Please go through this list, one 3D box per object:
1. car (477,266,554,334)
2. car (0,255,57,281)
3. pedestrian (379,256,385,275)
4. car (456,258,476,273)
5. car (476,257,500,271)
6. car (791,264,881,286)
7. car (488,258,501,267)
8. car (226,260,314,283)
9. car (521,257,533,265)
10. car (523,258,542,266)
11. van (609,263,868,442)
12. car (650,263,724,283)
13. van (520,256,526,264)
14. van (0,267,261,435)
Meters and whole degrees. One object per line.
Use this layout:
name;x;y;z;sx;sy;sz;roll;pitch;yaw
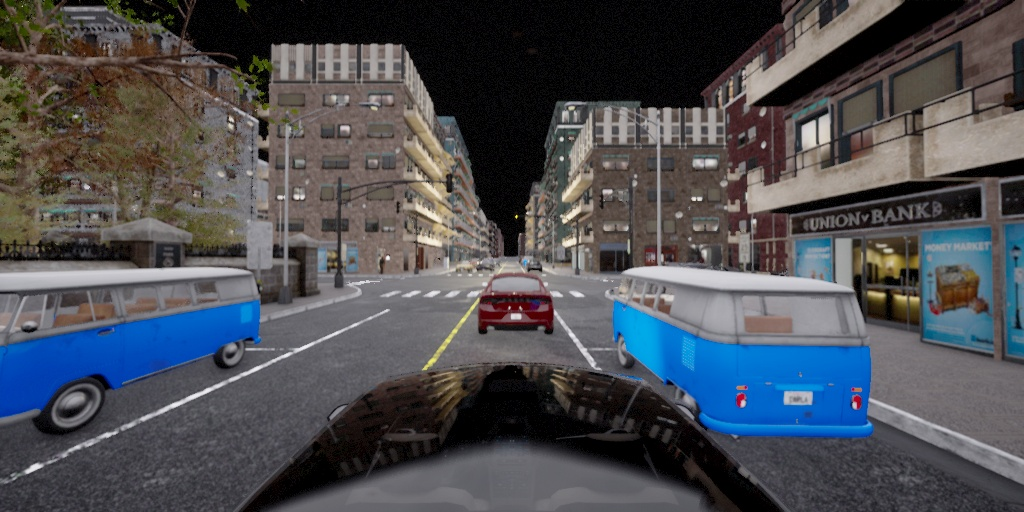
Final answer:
car;0.095;1.210;10.552;1.882;1.535;5.008;0;0;0
car;-36.734;0.836;26.125;4.553;1.767;2.097;0;-1;1
pedestrian;-12.547;0.893;34.575;0.375;1.860;0.375;0;-1;1
car;-5.699;1.196;42.967;1.751;1.417;4.829;0;0;0
car;-3.078;1.217;43.573;2.033;1.411;5.357;0;0;4
car;22.868;1.338;25.435;4.674;1.442;1.812;0;-1;1
car;-3.056;1.126;63.116;2.128;1.511;4.902;0;0;0
car;-17.317;1.079;25.890;4.902;1.511;2.128;0;-1;1
car;2.679;1.211;48.782;2.007;1.370;4.403;0;0;0
car;2.681;1.236;43.140;1.948;1.339;4.313;0;0;0
van;2.657;1.084;5.193;1.690;1.789;3.998;0;0;0
car;13.901;1.302;28.731;4.902;1.511;2.128;0;-1;1
van;2.677;0.980;60.067;1.690;1.789;3.998;0;0;0
van;-5.657;1.084;5.193;1.690;1.789;3.998;0;0;0
